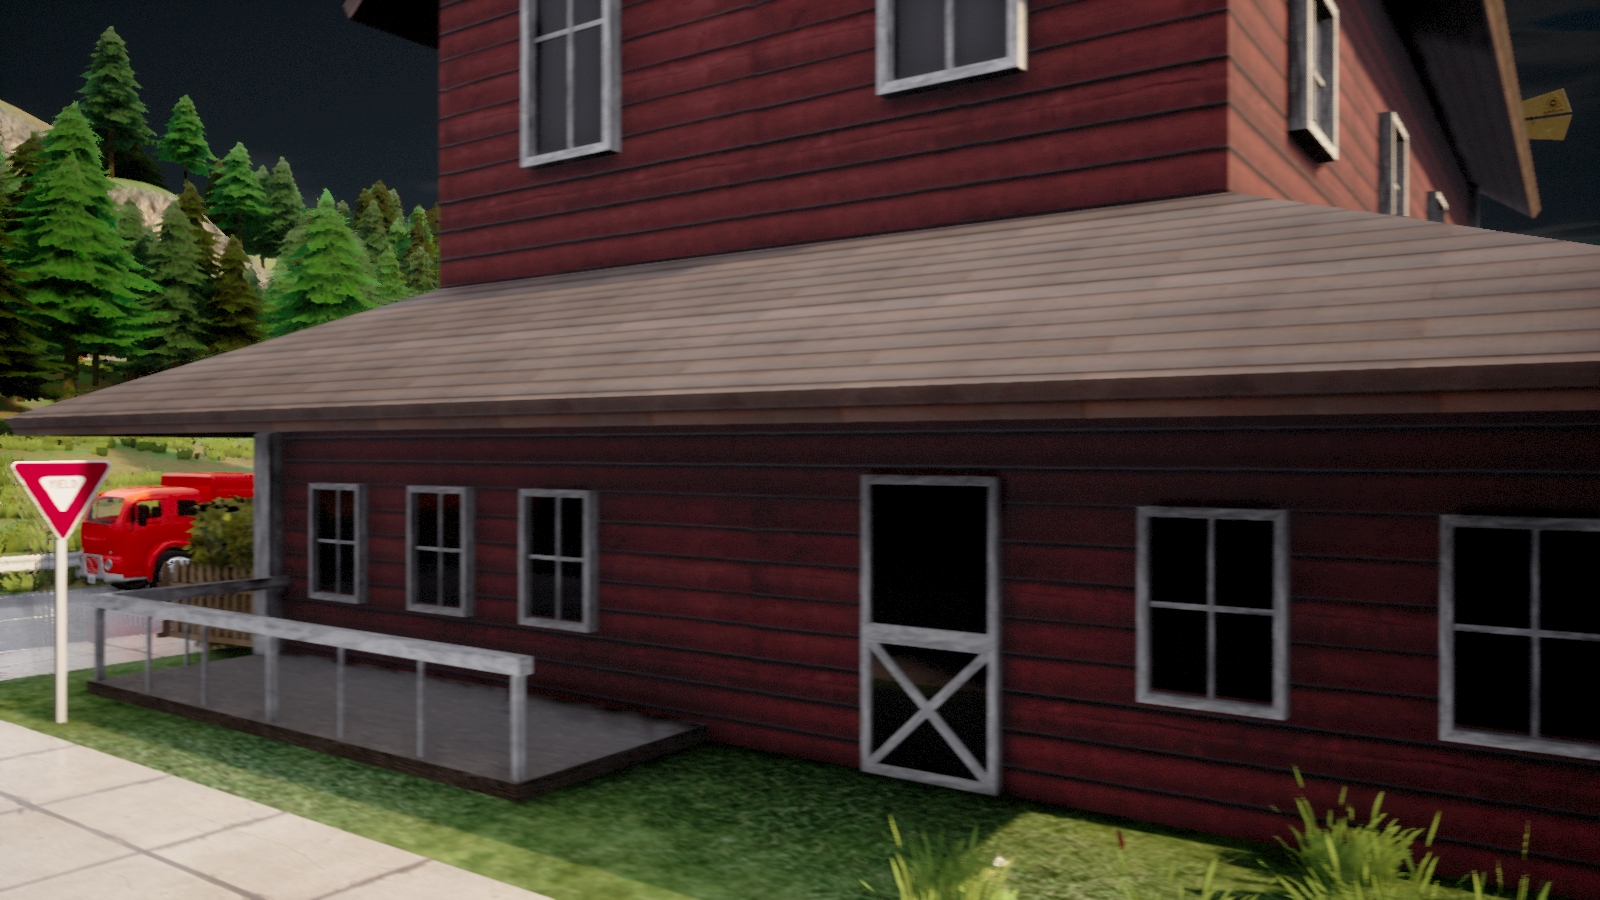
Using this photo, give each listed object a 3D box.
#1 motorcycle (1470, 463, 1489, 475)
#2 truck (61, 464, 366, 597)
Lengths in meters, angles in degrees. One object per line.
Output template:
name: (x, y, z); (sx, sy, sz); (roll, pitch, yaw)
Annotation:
motorcycle: (75.425, 2.139, 126.798); (1.805, 1.316, 0.856); (0, 0, 36)
truck: (-12.441, 1.568, 24.592); (2.627, 2.467, 5.204); (0, 0, 35)
